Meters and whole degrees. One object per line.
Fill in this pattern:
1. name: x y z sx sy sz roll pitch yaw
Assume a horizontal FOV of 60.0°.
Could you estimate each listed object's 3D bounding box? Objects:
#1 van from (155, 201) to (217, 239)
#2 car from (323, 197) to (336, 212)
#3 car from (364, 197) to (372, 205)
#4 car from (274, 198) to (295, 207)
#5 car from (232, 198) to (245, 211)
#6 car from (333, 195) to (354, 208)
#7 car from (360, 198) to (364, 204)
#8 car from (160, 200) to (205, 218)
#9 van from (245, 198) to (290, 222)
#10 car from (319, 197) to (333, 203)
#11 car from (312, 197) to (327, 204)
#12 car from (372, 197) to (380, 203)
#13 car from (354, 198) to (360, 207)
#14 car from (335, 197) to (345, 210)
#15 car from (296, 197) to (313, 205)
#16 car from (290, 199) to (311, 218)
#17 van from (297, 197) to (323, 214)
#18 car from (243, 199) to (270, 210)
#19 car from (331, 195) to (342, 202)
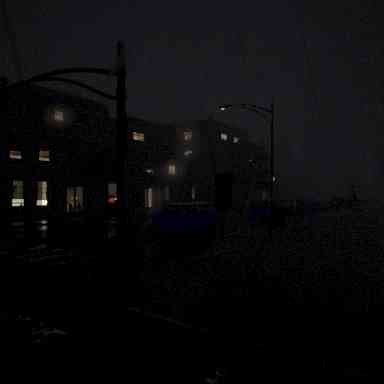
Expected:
1. van: -0.181 1.407 17.684 1.690 1.788 3.998 0 0 35
2. car: 15.742 1.671 40.446 1.752 1.417 4.829 0 0 35
3. car: 34.637 1.810 67.452 1.887 1.381 4.507 0 0 35
4. car: 15.119 1.665 54.173 1.887 1.381 4.507 0 0 35
5. car: 5.624 1.506 40.601 1.967 1.590 4.097 0 0 35
6. car: 21.977 1.497 49.355 2.192 1.841 5.009 0 0 35
7. car: 28.404 1.748 58.543 1.752 1.417 4.829 0 0 35
8. car: -0.805 1.558 31.412 1.752 1.417 4.829 0 0 35
9. van: 6.149 1.436 26.733 1.690 1.788 3.998 0 0 35
10. car: 30.945 1.792 76.795 1.947 1.339 4.313 0 0 35
11. car: 27.682 1.728 72.131 1.752 1.417 4.829 0 0 35
12. car: 44.133 1.899 81.026 1.947 1.339 4.313 0 0 35
13. car: 25.142 1.516 53.880 2.192 1.841 5.009 0 0 35
14. car: 18.809 1.729 44.830 1.947 1.339 4.313 0 0 35
15. car: 21.450 1.705 63.222 1.887 1.381 4.507 0 0 35
16. car: 9.313 1.655 31.256 1.887 1.381 4.507 0 0 35
17. van: 12.480 1.469 35.781 1.690 1.788 3.998 0 0 35
18. car: 8.788 1.629 45.125 1.887 1.381 4.507 0 0 35
19. car: 37.276 1.712 85.844 1.967 1.590 4.097 0 0 35
